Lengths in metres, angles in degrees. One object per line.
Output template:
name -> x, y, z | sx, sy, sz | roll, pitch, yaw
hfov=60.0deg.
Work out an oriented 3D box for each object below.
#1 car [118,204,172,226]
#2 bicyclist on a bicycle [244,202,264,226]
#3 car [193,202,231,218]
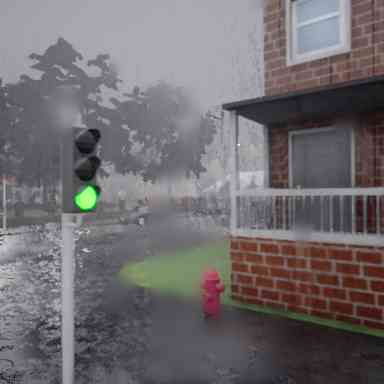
car -> -3.492, 1.714, 25.507 | 1.837, 1.490, 4.892 | -1, 0, 36
bicyclist on a bicycle -> 4.031, 1.457, 21.613 | 1.656, 1.620, 0.582 | -1, -1, 35
car -> 2.316, 1.755, 33.584 | 2.033, 1.411, 5.357 | -1, 0, 36
